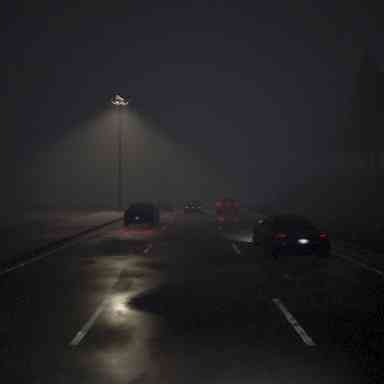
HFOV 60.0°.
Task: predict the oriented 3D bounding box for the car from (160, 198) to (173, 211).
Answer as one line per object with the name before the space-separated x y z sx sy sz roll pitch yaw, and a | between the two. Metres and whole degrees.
car | -3.317 1.491 39.877 2.128 1.511 4.902 0 0 1

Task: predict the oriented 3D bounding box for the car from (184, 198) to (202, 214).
car | 0.115 1.547 34.832 2.033 1.411 5.357 0 0 0

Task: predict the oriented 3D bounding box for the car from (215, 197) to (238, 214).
car | 3.616 1.353 35.160 2.097 1.767 4.553 0 0 0

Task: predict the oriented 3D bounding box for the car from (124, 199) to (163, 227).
car | -3.395 1.477 23.067 1.882 1.535 5.008 0 0 0

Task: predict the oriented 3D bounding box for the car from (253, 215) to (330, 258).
car | 3.602 1.564 12.742 1.994 1.385 4.181 0 0 0

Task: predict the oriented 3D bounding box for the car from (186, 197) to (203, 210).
car | 0.375 1.491 44.581 2.128 1.511 4.902 0 0 3
